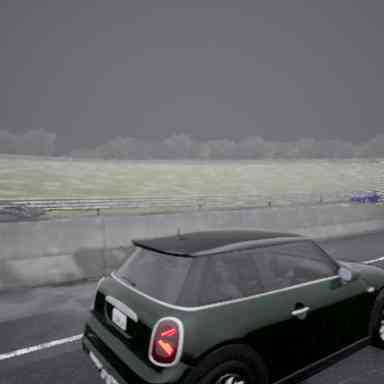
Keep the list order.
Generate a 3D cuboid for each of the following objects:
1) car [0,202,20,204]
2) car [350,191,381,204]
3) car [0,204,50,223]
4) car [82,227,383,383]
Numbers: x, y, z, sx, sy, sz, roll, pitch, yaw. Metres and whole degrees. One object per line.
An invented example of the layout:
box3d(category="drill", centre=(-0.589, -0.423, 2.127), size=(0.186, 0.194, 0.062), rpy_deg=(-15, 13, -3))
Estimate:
box3d(category="car", centre=(-9.021, 1.214, 14.870), size=(4.902, 1.511, 2.128), rpy_deg=(0, 1, -36))
box3d(category="car", centre=(21.762, 0.632, 41.651), size=(5.008, 1.535, 1.882), rpy_deg=(-2, 2, -36))
box3d(category="car", centre=(-7.438, 1.304, 11.677), size=(4.674, 1.442, 1.812), rpy_deg=(0, 1, -36))
box3d(category="car", centre=(0.988, 1.286, 4.594), size=(4.553, 1.767, 2.097), rpy_deg=(0, 1, -36))
